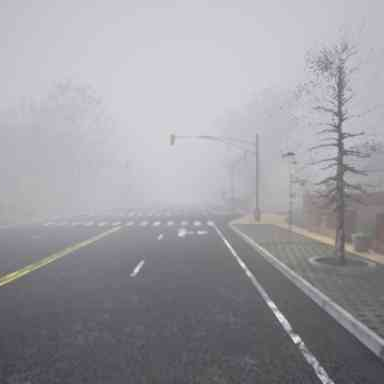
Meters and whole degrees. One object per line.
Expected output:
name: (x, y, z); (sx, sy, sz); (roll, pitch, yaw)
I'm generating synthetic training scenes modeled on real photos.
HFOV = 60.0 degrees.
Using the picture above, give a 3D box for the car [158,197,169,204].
car: (-6.626, 2.053, 78.643); (2.128, 1.511, 4.902); (0, 0, 0)

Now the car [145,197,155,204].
car: (-9.875, 2.028, 78.638); (1.837, 1.490, 4.892); (0, 0, 0)

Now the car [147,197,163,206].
car: (-6.618, 1.974, 63.145); (2.033, 1.411, 5.357); (0, 0, 0)

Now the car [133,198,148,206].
car: (-9.878, 1.990, 63.154); (1.994, 1.385, 4.181); (0, 0, 1)
